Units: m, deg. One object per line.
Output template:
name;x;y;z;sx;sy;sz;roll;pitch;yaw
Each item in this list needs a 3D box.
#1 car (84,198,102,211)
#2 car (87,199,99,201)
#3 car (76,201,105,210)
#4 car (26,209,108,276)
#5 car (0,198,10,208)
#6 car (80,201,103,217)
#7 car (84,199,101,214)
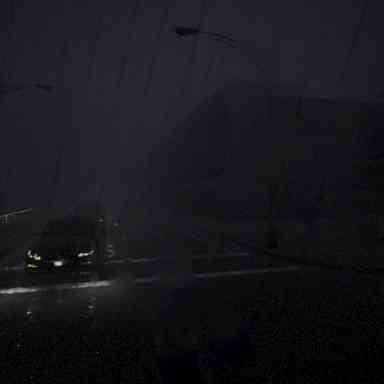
car;-13.192;1.636;44.469;2.128;1.511;4.902;0;0;-16
car;-8.225;1.590;27.040;1.837;1.490;4.892;0;0;-16
car;-6.128;1.552;19.677;2.128;1.511;4.902;0;0;-16
car;-3.796;1.536;10.643;1.837;1.490;4.892;0;0;-11
car;-28.137;1.429;45.225;5.027;1.636;2.152;0;0;-16
car;-9.970;1.670;33.172;1.994;1.385;4.181;0;0;-16
car;-11.579;1.630;38.810;1.837;1.490;4.892;0;0;-16
